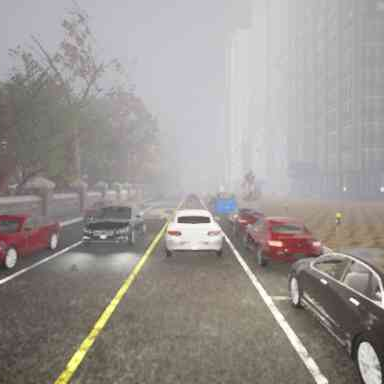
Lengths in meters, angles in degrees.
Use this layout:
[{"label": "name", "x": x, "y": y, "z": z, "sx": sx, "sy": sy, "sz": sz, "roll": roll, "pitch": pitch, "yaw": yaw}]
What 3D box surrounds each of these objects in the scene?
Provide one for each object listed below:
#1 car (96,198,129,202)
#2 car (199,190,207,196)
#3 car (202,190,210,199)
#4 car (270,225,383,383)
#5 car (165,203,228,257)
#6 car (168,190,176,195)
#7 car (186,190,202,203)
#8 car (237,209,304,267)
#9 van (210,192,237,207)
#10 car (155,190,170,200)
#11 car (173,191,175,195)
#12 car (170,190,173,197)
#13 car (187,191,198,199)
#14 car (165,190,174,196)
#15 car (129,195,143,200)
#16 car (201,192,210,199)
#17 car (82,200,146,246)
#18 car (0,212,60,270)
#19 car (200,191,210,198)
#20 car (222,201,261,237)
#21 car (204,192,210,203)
[{"label": "car", "x": -5.689, "y": 1.207, "z": 21.675, "sx": 1.887, "sy": 1.381, "sz": 4.507, "roll": 0, "pitch": 1, "yaw": 0}, {"label": "car", "x": 2.693, "y": 0.217, "z": 83.621, "sx": 1.967, "sy": 1.590, "sz": 4.097, "roll": 0, "pitch": 1, "yaw": 0}, {"label": "car", "x": 2.692, "y": 0.829, "z": 49.834, "sx": 1.802, "sy": 1.307, "sz": 4.206, "roll": 0, "pitch": 1, "yaw": 0}, {"label": "car", "x": 2.691, "y": 1.474, "z": 4.781, "sx": 2.008, "sy": 1.369, "sz": 4.403, "roll": 0, "pitch": 1, "yaw": 0}, {"label": "car", "x": 0.050, "y": 1.336, "z": 12.001, "sx": 1.812, "sy": 1.442, "sz": 4.674, "roll": 0, "pitch": 1, "yaw": -1}, {"label": "car", "x": -5.688, "y": 0.210, "z": 94.888, "sx": 1.802, "sy": 1.307, "sz": 4.206, "roll": 0, "pitch": 1, "yaw": 0}, {"label": "car", "x": 0.103, "y": 0.829, "z": 45.924, "sx": 1.812, "sy": 1.442, "sz": 4.674, "roll": 0, "pitch": 1, "yaw": 0}, {"label": "car", "x": 2.691, "y": 1.417, "z": 10.413, "sx": 1.802, "sy": 1.307, "sz": 4.206, "roll": 0, "pitch": 1, "yaw": 0}, {"label": "van", "x": 2.692, "y": 0.919, "z": 27.305, "sx": 1.690, "sy": 1.788, "sz": 3.998, "roll": 0, "pitch": 1, "yaw": 0}, {"label": "car", "x": -5.688, "y": 0.649, "z": 61.098, "sx": 1.947, "sy": 1.339, "sz": 4.313, "roll": 0, "pitch": 1, "yaw": 0}, {"label": "car", "x": -5.688, "y": 0.417, "z": 77.991, "sx": 1.947, "sy": 1.339, "sz": 4.313, "roll": 0, "pitch": 1, "yaw": 0}, {"label": "car", "x": -5.688, "y": 0.366, "z": 72.358, "sx": 1.967, "sy": 1.590, "sz": 4.097, "roll": 0, "pitch": 1, "yaw": 0}, {"label": "car", "x": 0.108, "y": 0.572, "z": 65.177, "sx": 2.033, "sy": 1.411, "sz": 5.357, "roll": 0, "pitch": 1, "yaw": -1}, {"label": "car", "x": -5.688, "y": 0.217, "z": 83.622, "sx": 1.967, "sy": 1.590, "sz": 4.097, "roll": 0, "pitch": 1, "yaw": 0}, {"label": "car", "x": -5.689, "y": 1.022, "z": 32.769, "sx": 1.752, "sy": 1.417, "sz": 4.829, "roll": 0, "pitch": 1, "yaw": 0}, {"label": "car", "x": 2.692, "y": 0.585, "z": 66.729, "sx": 1.802, "sy": 1.307, "sz": 4.206, "roll": 0, "pitch": 1, "yaw": 0}, {"label": "car", "x": -3.099, "y": 1.284, "z": 14.035, "sx": 1.837, "sy": 1.490, "sz": 4.892, "roll": 0, "pitch": 1, "yaw": 0}, {"label": "car", "x": -5.689, "y": 1.380, "z": 10.413, "sx": 1.887, "sy": 1.381, "sz": 4.507, "roll": 0, "pitch": 1, "yaw": 0}, {"label": "car", "x": 2.692, "y": 0.477, "z": 72.360, "sx": 2.008, "sy": 1.369, "sz": 4.403, "roll": 0, "pitch": 1, "yaw": 0}, {"label": "car", "x": 2.691, "y": 1.330, "z": 16.044, "sx": 1.802, "sy": 1.307, "sz": 4.206, "roll": 0, "pitch": 1, "yaw": 0}, {"label": "car", "x": 2.692, "y": 0.993, "z": 38.570, "sx": 1.802, "sy": 1.307, "sz": 4.206, "roll": 0, "pitch": 1, "yaw": 0}]
